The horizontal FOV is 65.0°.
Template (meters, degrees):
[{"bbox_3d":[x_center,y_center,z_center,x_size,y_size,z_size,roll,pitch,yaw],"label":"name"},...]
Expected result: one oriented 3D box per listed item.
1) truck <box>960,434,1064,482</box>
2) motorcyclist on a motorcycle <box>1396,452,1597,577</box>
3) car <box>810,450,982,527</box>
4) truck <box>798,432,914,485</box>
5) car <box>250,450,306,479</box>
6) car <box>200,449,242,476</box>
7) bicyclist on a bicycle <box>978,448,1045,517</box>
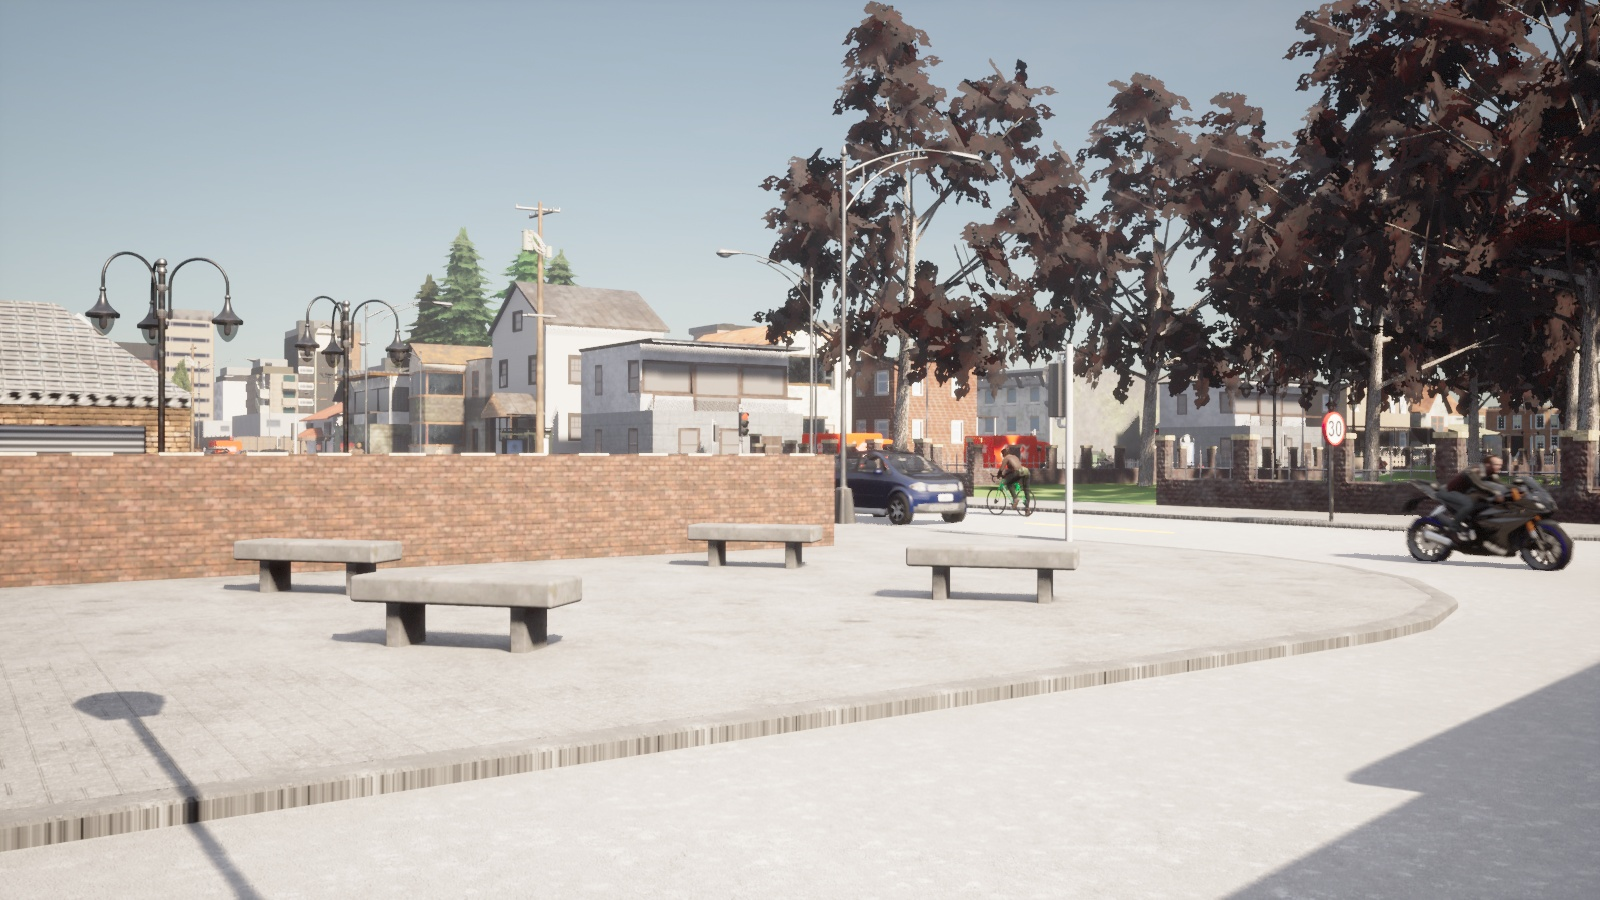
[{"bbox_3d":[11.362,0.398,67.218,5.204,2.467,2.627,0,0,-38],"label":"truck"},{"bbox_3d":[9.198,0.801,16.690,0.866,1.530,2.191,0,0,-32],"label":"motorcyclist on a motorcycle"},{"bbox_3d":[2.015,0.786,27.275,1.789,1.549,3.705,0,0,-35],"label":"car"},{"bbox_3d":[2.738,0.402,61.153,5.204,2.467,2.627,0,0,-39],"label":"truck"},{"bbox_3d":[-31.357,0.840,75.362,2.242,1.667,4.611,0,0,-35],"label":"car"},{"bbox_3d":[-41.559,0.870,90.062,1.932,1.855,4.605,0,0,-35],"label":"car"},{"bbox_3d":[5.038,0.760,30.000,0.582,1.620,1.656,0,0,-35],"label":"bicyclist on a bicycle"}]
